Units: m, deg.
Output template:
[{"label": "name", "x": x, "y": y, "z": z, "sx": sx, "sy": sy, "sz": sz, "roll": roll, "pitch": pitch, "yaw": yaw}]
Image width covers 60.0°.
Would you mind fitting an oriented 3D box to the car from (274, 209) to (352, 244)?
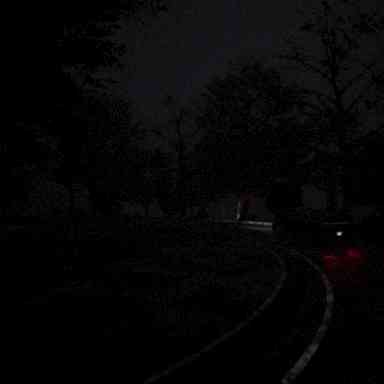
[{"label": "car", "x": 5.836, "y": 1.607, "z": 16.763, "sx": 2.128, "sy": 1.511, "sz": 4.902, "roll": 0, "pitch": -1, "yaw": -13}]
